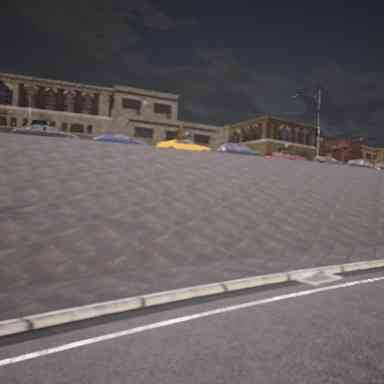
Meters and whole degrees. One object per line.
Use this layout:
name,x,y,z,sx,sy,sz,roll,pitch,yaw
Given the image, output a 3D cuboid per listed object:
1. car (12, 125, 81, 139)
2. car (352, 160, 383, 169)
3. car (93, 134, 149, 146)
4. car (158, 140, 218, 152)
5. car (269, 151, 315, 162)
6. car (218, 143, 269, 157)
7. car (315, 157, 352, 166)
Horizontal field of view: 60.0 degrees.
car,-10.987,-4.240,25.437,4.892,1.521,2.231,2,-1,-19
car,19.506,-2.889,38.671,4.892,1.521,2.231,3,-1,-26
car,-5.791,-3.981,27.367,4.674,1.452,2.002,2,-1,-20
car,-0.636,-3.796,29.410,5.008,1.535,2.097,2,-1,-22
car,9.671,-3.309,33.896,4.792,1.488,2.163,3,-1,-24
car,4.456,-3.697,31.554,4.553,1.767,2.185,3,-1,-23
car,14.657,-3.073,36.252,4.674,1.452,2.002,3,-1,-25
